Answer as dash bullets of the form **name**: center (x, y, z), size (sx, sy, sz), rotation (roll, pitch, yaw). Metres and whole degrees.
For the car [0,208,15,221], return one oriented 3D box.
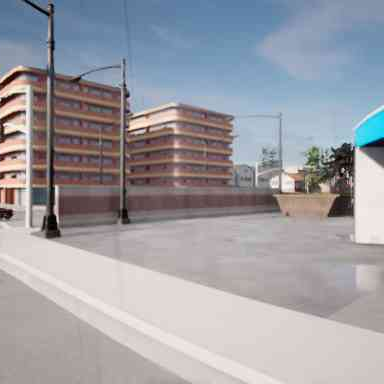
- **car**: center (-14.944, 1.436, 23.022), size (1.895, 1.301, 4.718), rotation (0, 0, 31)
